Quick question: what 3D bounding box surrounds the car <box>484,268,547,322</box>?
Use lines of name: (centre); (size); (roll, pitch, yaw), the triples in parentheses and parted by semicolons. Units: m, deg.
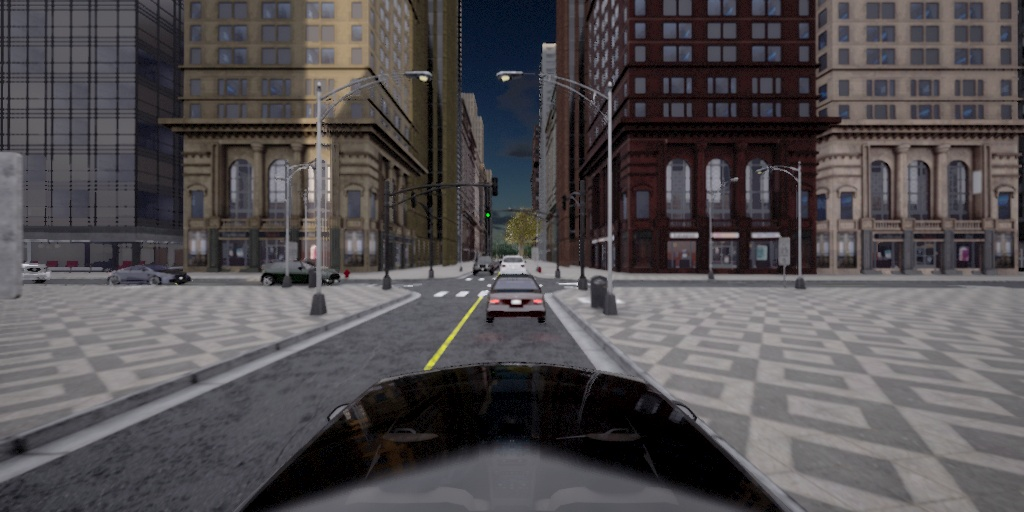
car: (0.100, 1.310, 12.305); (2.033, 1.411, 5.357); (0, 0, 0)

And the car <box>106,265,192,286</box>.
car: (-23.837, 1.265, 23.655); (4.181, 1.385, 1.994); (0, 0, 0)

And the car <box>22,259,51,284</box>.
car: (-34.180, 0.898, 23.669); (5.566, 2.045, 2.150); (0, 0, 0)

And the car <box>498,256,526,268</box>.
car: (0.102, 1.010, 32.785); (2.150, 2.045, 5.566); (0, 0, 0)

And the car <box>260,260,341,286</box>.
car: (-13.800, 1.081, 23.632); (4.553, 1.767, 2.097); (0, 0, 0)

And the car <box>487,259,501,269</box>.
car: (-3.006, 1.329, 60.344); (2.128, 1.511, 4.902); (0, 0, 0)

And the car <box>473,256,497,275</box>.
car: (-3.094, 1.018, 39.786); (2.150, 2.045, 5.566); (0, 0, -1)
